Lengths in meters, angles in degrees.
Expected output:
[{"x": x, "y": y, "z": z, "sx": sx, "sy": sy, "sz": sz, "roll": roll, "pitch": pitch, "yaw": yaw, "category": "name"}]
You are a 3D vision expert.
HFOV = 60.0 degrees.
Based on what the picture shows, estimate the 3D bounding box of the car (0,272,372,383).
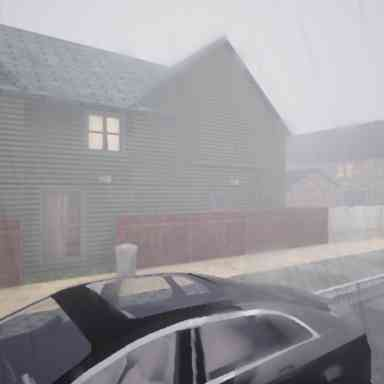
[{"x": -0.592, "y": 1.503, "z": 2.486, "sx": 4.902, "sy": 1.511, "sz": 2.128, "roll": 1, "pitch": 0, "yaw": -35, "category": "car"}]
